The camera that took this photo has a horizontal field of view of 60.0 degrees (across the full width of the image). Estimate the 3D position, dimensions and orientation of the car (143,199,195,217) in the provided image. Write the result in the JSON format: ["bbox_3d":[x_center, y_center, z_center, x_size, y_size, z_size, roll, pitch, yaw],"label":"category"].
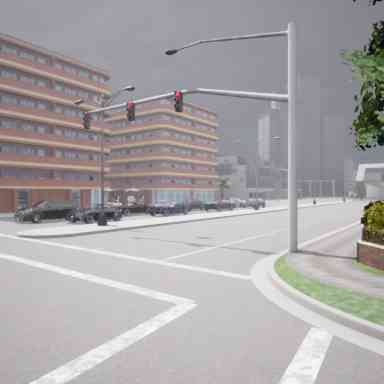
[{"bbox_3d":[-2.087,1.601,32.000,1.895,1.301,4.718,0,0,36],"label":"car"}]

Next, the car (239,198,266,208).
[{"bbox_3d":[8.846,1.526,46.970,1.812,1.442,4.674,0,0,36],"label":"car"}]

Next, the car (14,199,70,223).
[{"bbox_3d":[-11.103,1.352,25.576,2.097,1.767,4.553,0,0,36],"label":"car"}]

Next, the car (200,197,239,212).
[{"bbox_3d":[3.308,1.601,39.407,1.895,1.301,4.718,0,0,36],"label":"car"}]

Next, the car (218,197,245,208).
[{"bbox_3d":[5.835,1.526,48.783,1.812,1.442,4.674,0,0,36],"label":"car"}]

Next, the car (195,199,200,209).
[{"bbox_3d":[-0.196,1.547,40.545,2.033,1.411,5.357,0,0,36],"label":"car"}]

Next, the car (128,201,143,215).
[{"bbox_3d":[-5.835,1.601,32.808,1.895,1.301,4.718,0,0,36],"label":"car"}]

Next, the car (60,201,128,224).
[{"bbox_3d":[-7.245,1.564,24.920,1.994,1.385,4.181,0,0,36],"label":"car"}]
